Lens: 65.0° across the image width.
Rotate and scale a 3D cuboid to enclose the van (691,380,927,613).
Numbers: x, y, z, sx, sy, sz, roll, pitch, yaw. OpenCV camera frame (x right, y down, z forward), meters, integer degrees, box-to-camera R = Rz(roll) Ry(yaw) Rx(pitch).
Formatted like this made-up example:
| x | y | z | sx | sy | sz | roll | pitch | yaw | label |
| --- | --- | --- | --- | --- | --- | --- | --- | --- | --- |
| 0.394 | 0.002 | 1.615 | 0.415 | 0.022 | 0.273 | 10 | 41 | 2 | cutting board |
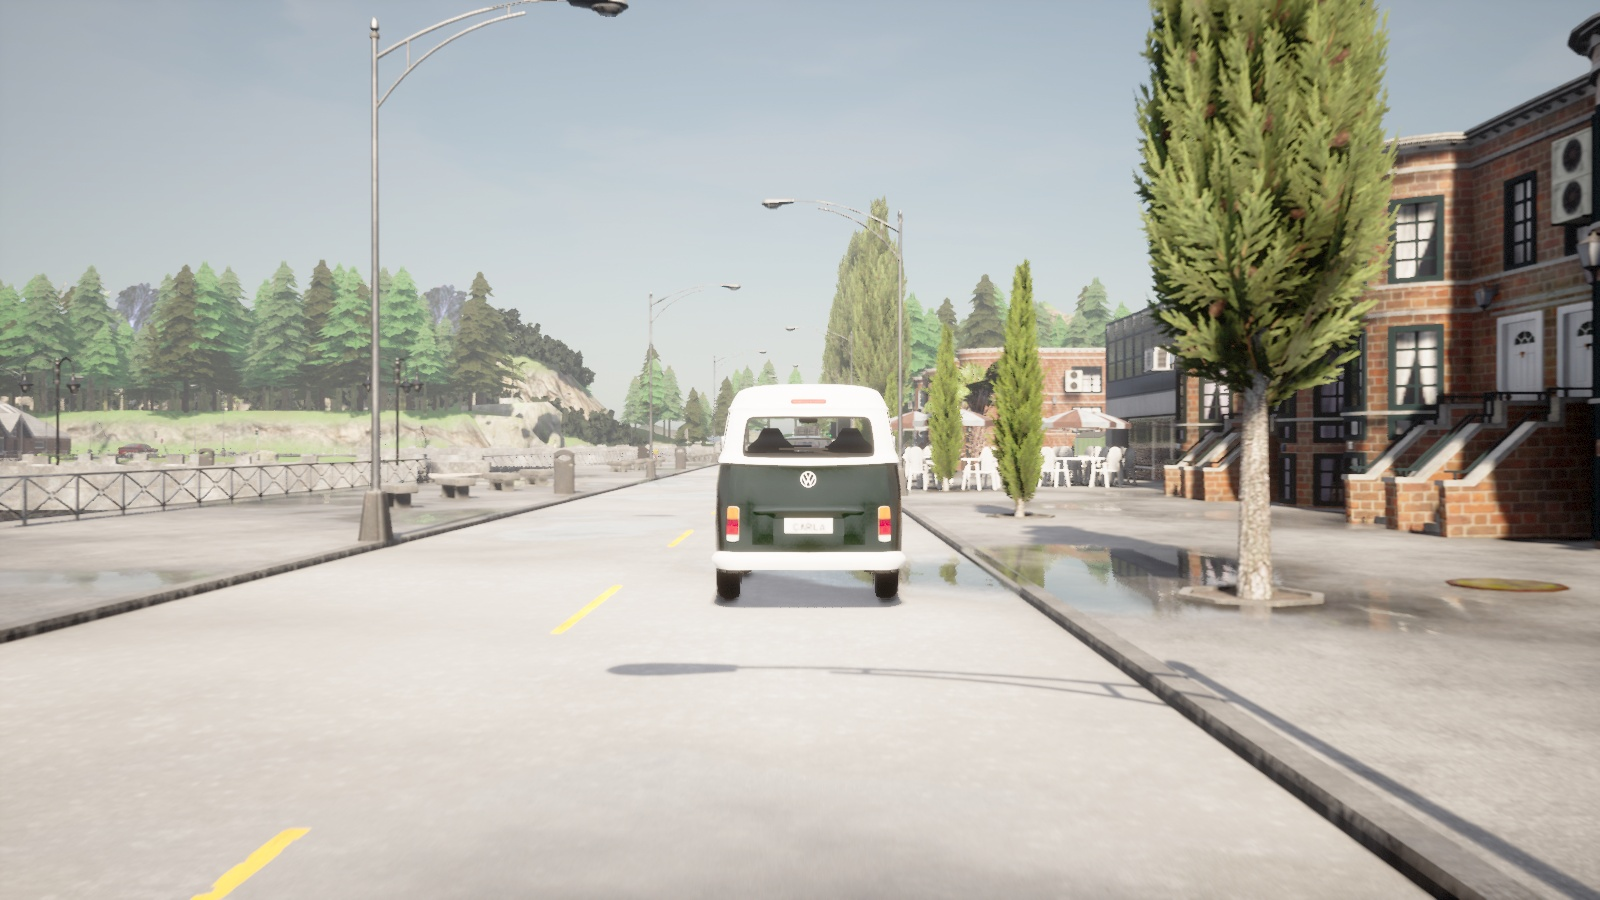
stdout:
| x | y | z | sx | sy | sz | roll | pitch | yaw | label |
| --- | --- | --- | --- | --- | --- | --- | --- | --- | --- |
| 0.089 | 0.395 | 13.249 | 2.069 | 2.038 | 4.480 | 0 | 0 | 0 | van |
